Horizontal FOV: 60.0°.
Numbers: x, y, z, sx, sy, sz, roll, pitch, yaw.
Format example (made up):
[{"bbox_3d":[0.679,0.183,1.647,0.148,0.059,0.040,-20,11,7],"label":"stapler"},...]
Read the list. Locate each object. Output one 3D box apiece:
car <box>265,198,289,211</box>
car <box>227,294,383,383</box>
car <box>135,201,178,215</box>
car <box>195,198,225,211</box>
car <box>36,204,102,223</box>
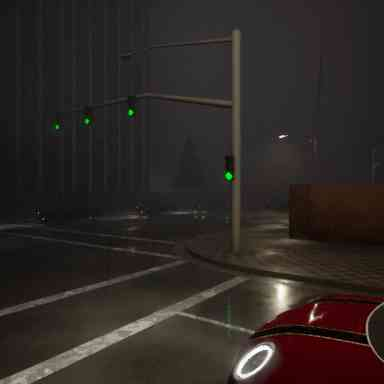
[{"bbox_3d":[10.758,1.491,41.319,2.128,1.511,4.902,0,0,36],"label":"car"},{"bbox_3d":[2.471,1.352,2.195,4.553,1.767,2.097,0,0,36],"label":"car"},{"bbox_3d":[-3.524,1.601,33.593,1.895,1.301,4.718,0,0,35],"label":"car"},{"bbox_3d":[2.318,1.491,41.805,2.128,1.511,4.902,0,0,36],"label":"car"},{"bbox_3d":[-9.303,1.601,25.436,1.895,1.301,4.718,0,0,35],"label":"car"}]
